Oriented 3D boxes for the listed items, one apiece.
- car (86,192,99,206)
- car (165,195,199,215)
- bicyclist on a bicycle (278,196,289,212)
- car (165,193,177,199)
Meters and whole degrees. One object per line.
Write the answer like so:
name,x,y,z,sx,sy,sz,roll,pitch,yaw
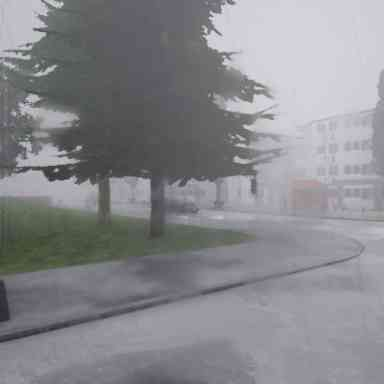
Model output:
car,-14.565,1.096,51.129,2.150,2.045,5.566,0,0,-35
car,-1.218,1.381,32.228,1.837,1.490,4.892,-1,0,-35
bicyclist on a bicycle,8.952,1.166,32.428,1.656,1.620,0.582,-1,0,-36
car,-5.433,1.109,86.418,1.845,1.501,3.633,0,0,-24
